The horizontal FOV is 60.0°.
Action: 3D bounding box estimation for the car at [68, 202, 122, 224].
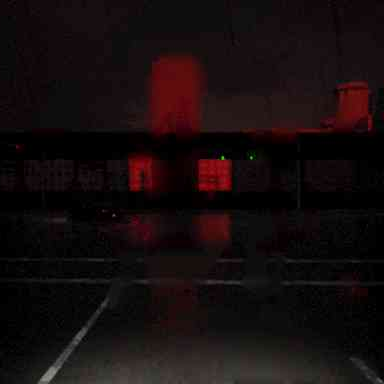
[{"bbox_3d":[-7.191,1.450,24.340,5.008,1.535,1.882,0,-1,42],"label":"car"}]
